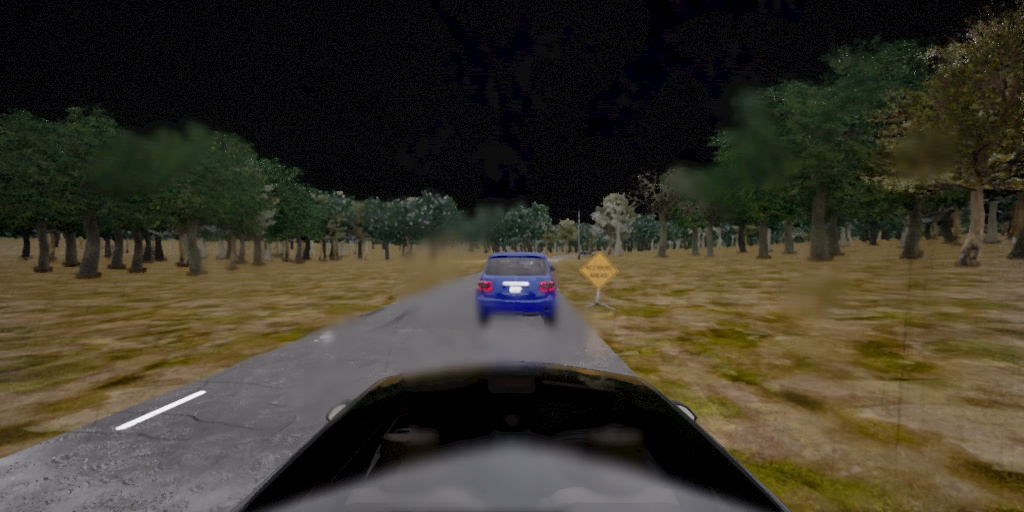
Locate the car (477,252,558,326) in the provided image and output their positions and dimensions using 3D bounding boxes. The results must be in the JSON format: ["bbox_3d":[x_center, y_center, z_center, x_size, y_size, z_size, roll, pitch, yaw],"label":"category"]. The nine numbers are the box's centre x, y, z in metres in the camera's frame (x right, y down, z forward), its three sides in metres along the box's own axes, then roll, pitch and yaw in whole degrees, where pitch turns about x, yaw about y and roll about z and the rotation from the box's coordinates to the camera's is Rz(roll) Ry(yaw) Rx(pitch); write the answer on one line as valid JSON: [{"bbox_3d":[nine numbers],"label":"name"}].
[{"bbox_3d":[0.255,0.880,11.491,2.150,2.045,5.566,0,1,3],"label":"car"}]

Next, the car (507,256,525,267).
[{"bbox_3d":[0.632,0.753,50.372,1.895,1.301,4.718,0,1,9],"label":"car"}]

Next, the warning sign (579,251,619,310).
[{"bbox_3d":[2.856,0.769,11.983,1.300,1.860,1.060,0,0,2],"label":"warning sign"}]
